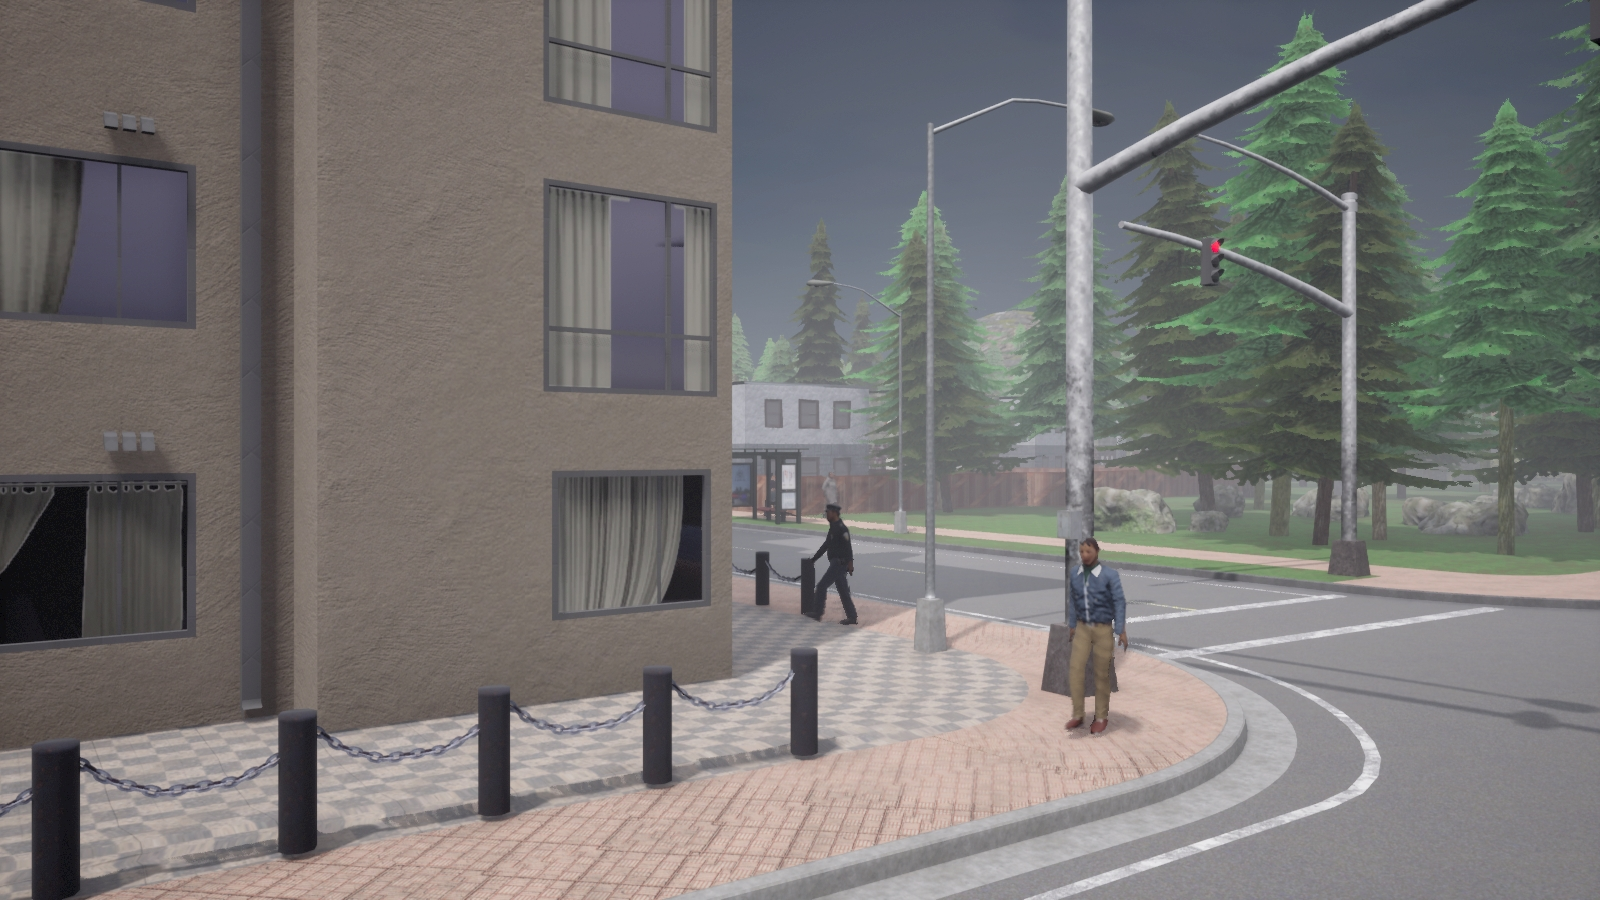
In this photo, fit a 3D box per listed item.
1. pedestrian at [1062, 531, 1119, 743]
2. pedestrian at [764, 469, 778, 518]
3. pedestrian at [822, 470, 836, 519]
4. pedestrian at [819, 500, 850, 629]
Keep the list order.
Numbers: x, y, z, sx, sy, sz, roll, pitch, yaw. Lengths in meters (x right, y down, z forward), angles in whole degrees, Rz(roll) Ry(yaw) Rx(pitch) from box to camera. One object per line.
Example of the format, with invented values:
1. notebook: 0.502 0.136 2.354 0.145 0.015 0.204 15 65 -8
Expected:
1. pedestrian: 2.668 1.691 10.497 0.375 1.860 0.375 0 0 42
2. pedestrian: -1.114 1.676 44.207 0.375 1.860 0.375 0 0 44
3. pedestrian: 1.119 1.676 43.358 0.375 1.860 0.375 0 0 -44
4. pedestrian: 0.510 1.677 16.899 0.375 1.860 0.375 0 0 -13
